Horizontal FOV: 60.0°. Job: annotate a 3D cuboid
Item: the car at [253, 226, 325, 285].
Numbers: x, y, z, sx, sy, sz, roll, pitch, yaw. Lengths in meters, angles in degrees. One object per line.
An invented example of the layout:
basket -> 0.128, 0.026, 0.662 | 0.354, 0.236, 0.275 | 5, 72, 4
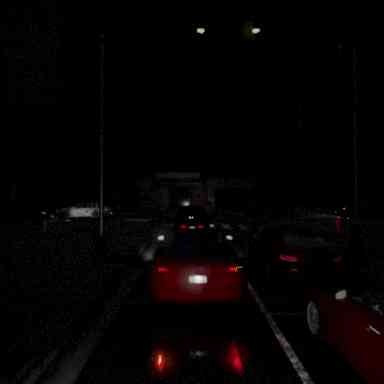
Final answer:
car -> 2.632, 1.567, 9.084 | 1.802, 1.307, 4.206 | 1, 0, 0

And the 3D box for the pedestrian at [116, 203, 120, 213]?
pedestrian -> -6.886, 1.613, 31.140 | 0.500, 1.100, 0.500 | 0, 0, 0

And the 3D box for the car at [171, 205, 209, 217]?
car -> -0.082, 1.475, 18.551 | 1.837, 1.490, 4.892 | 0, 0, -2

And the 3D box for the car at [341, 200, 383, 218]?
car -> 15.150, 1.400, 28.186 | 4.181, 1.385, 1.994 | 0, -1, 0

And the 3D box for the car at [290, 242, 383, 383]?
car -> 2.643, 1.576, 3.645 | 1.802, 1.307, 4.206 | 1, 0, 0

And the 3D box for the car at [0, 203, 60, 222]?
car -> -12.948, 1.584, 25.293 | 4.674, 1.442, 1.812 | -1, -1, 0

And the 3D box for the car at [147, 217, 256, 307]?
car -> 0.085, 1.551, 8.041 | 1.994, 1.385, 4.181 | 0, 0, -1

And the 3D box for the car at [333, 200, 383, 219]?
car -> 13.198, 1.327, 25.238 | 4.674, 1.442, 1.812 | -1, -1, 0

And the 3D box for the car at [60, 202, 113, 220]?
car -> -9.134, 1.592, 28.246 | 4.674, 1.442, 1.812 | -1, -1, 0
